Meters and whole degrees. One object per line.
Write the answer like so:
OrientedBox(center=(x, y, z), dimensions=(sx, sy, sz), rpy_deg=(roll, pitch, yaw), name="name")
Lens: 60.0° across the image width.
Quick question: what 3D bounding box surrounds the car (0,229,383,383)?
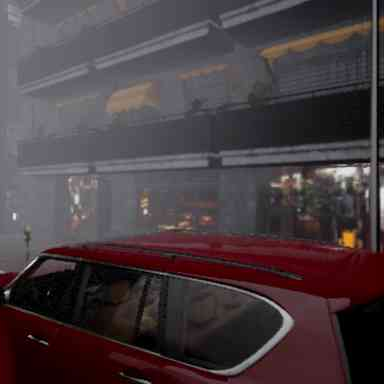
OrientedBox(center=(-0.536, 1.316, 3.254), dimensions=(5.009, 1.841, 2.192), rpy_deg=(0, 0, 36), name="car")
